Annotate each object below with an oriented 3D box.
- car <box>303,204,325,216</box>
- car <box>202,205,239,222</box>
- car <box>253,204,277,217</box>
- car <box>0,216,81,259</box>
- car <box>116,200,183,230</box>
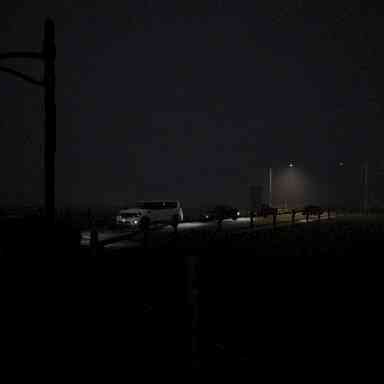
[{"bbox_3d":[16.451,2.420,44.880,1.837,1.490,4.892,0,-1,36],"label":"car"},{"bbox_3d":[2.849,2.067,32.547,2.128,1.511,4.902,0,-1,36],"label":"car"},{"bbox_3d":[8.877,2.266,40.777,2.128,1.511,4.902,0,-1,36],"label":"car"},{"bbox_3d":[-6.702,1.680,13.222,1.812,1.442,4.674,0,-1,36],"label":"car"},{"bbox_3d":[-2.964,1.608,24.606,2.150,2.045,5.566,0,-1,36],"label":"car"}]
